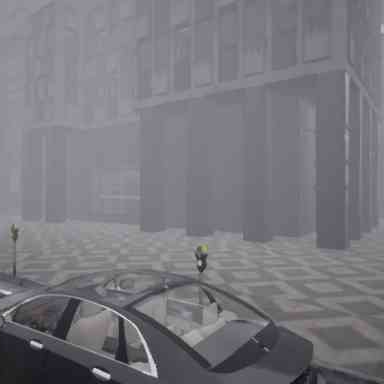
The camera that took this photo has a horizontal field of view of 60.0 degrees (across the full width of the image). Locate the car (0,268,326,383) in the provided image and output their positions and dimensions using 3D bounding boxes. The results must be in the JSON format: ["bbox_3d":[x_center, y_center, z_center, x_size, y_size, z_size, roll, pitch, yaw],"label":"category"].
[{"bbox_3d":[-0.915,1.550,3.613,4.403,1.369,2.008,0,0,36],"label":"car"}]
